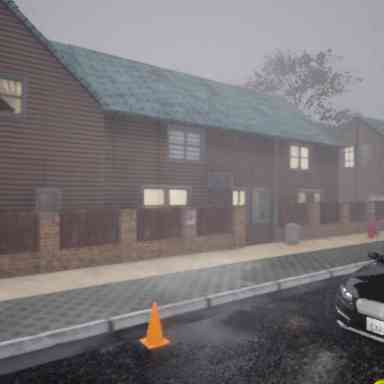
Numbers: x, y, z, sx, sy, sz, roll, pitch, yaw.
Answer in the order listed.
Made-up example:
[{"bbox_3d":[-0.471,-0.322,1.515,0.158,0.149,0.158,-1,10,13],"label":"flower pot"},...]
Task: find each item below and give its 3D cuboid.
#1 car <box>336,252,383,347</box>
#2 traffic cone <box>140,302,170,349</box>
[{"bbox_3d":[4.422,1.481,5.698,4.902,1.511,2.128,0,0,-35],"label":"car"},{"bbox_3d":[-0.551,1.947,4.971,0.340,0.580,0.340,0,0,-35],"label":"traffic cone"}]
